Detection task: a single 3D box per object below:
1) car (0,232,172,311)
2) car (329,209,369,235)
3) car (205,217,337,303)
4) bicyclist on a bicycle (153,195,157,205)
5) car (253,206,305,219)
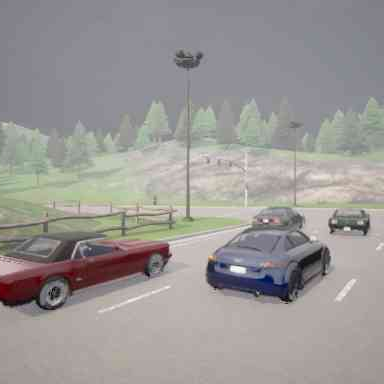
[{"bbox_3d":[-2.554,1.601,7.902,1.895,1.301,4.718,0,0,35],"label":"car"},{"bbox_3d":[9.063,1.601,19.056,1.895,1.301,4.718,0,0,29],"label":"car"},{"bbox_3d":[2.091,1.563,8.447,1.994,1.385,4.181,0,0,35],"label":"car"},{"bbox_3d":[-5.785,1.302,51.925,0.582,1.620,1.656,0,0,14],"label":"bicyclist on a bicycle"},{"bbox_3d":[5.154,1.547,19.430,2.033,1.411,5.357,0,0,32],"label":"car"}]
